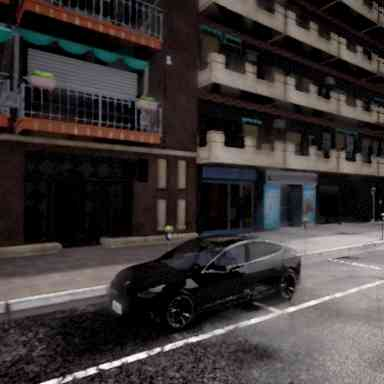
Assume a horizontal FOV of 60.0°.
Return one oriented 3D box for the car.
[{"bbox_3d":[0.506,1.601,6.922,4.313,1.339,1.947,1,0,-36],"label":"car"}]
